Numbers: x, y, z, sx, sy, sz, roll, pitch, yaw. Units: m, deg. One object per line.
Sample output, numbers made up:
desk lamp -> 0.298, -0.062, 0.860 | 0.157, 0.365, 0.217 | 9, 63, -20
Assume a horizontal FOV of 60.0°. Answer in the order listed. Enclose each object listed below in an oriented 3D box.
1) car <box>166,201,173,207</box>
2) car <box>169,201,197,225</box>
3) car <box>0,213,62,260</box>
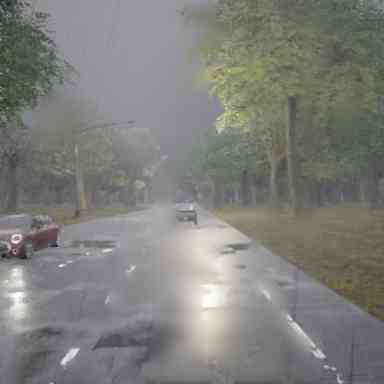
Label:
car -> -5.196, 2.752, 79.075 | 2.033, 1.411, 5.357 | -2, -1, -1
car -> -0.566, 1.833, 27.425 | 2.128, 1.511, 4.902 | -2, -1, -1
car -> -7.249, 1.743, 14.035 | 2.097, 1.767, 4.553 | -2, -1, -1
